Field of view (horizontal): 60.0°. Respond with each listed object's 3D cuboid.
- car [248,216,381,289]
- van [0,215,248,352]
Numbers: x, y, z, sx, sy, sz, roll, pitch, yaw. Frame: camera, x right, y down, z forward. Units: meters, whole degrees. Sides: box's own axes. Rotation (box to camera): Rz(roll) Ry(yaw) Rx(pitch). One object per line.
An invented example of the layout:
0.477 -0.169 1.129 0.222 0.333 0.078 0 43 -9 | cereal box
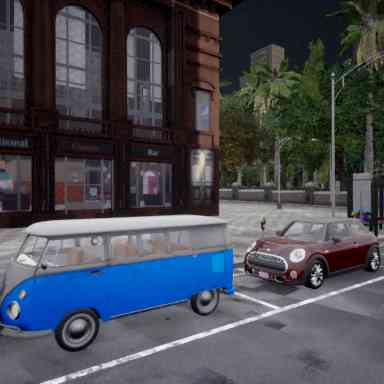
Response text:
3.311 1.439 9.056 4.097 1.590 1.967 0 0 -36 | car
-1.090 1.341 5.883 3.998 1.788 1.690 0 0 -36 | van
